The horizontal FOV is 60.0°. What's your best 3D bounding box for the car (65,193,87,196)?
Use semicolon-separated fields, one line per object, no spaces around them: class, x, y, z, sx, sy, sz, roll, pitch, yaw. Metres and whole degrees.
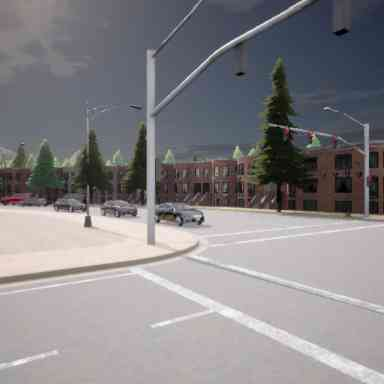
car;-18.912;1.218;52.862;5.566;2.045;2.150;0;0;23

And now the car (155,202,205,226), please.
car;-1.077;1.489;23.342;2.128;1.511;4.902;0;0;-36

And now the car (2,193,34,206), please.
car;-29.030;1.220;55.920;5.566;2.045;2.150;0;0;10

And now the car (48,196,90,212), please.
car;-13.826;1.503;37.793;4.892;1.490;1.837;0;0;37

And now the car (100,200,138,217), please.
car;-6.840;1.502;30.895;1.837;1.490;4.892;0;0;-40

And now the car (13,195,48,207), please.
car;-24.170;1.545;51.131;5.357;1.411;2.033;0;0;17
